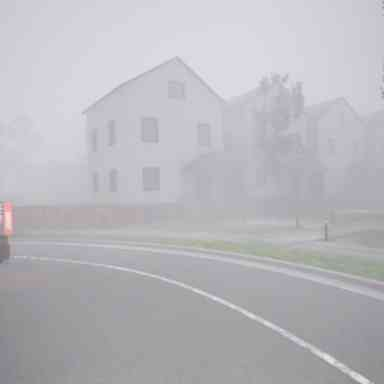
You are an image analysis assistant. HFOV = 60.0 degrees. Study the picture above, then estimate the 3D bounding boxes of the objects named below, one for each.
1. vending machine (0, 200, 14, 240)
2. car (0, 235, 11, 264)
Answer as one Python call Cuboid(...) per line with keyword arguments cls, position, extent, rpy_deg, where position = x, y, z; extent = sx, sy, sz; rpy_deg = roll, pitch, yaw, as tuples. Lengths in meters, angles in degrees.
Cuboid(cls="vending machine", position=(-10.430, 1.494, 18.042), extent=(0.880, 2.100, 1.100), rpy_deg=(-2, 0, 5))
Cuboid(cls="car", position=(-8.062, 1.708, 10.517), extent=(5.008, 1.535, 1.882), rpy_deg=(-2, -1, 23))
